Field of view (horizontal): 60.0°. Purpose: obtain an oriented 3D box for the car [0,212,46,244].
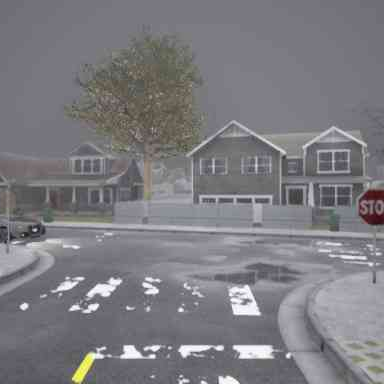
[{"bbox_3d":[-8.971,1.513,15.359,4.181,1.385,1.994,0,0,14],"label":"car"}]
